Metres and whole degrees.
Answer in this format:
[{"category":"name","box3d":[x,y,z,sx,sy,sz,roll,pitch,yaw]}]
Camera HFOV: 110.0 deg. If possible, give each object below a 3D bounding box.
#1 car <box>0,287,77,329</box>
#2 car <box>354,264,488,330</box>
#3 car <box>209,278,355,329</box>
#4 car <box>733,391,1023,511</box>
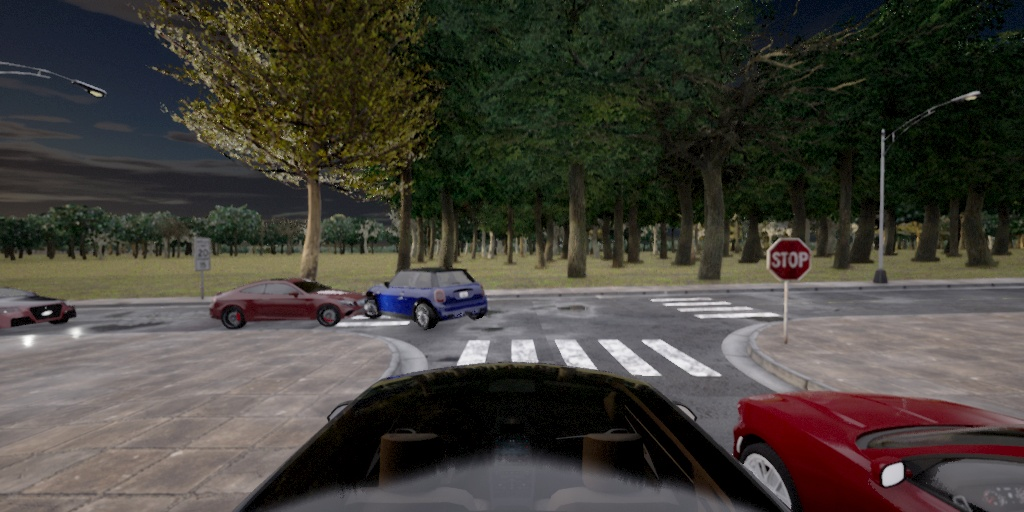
[{"category":"car","box3d":[-16.973,1.706,11.536,4.181,1.385,1.994,-1,1,0]},{"category":"car","box3d":[-2.951,1.144,11.628,4.553,1.767,2.097,-1,1,42]},{"category":"car","box3d":[-7.031,1.427,11.535,4.674,1.442,1.812,-1,1,0]},{"category":"car","box3d":[2.636,1.295,1.095,1.888,1.381,4.507,0,0,0]}]
